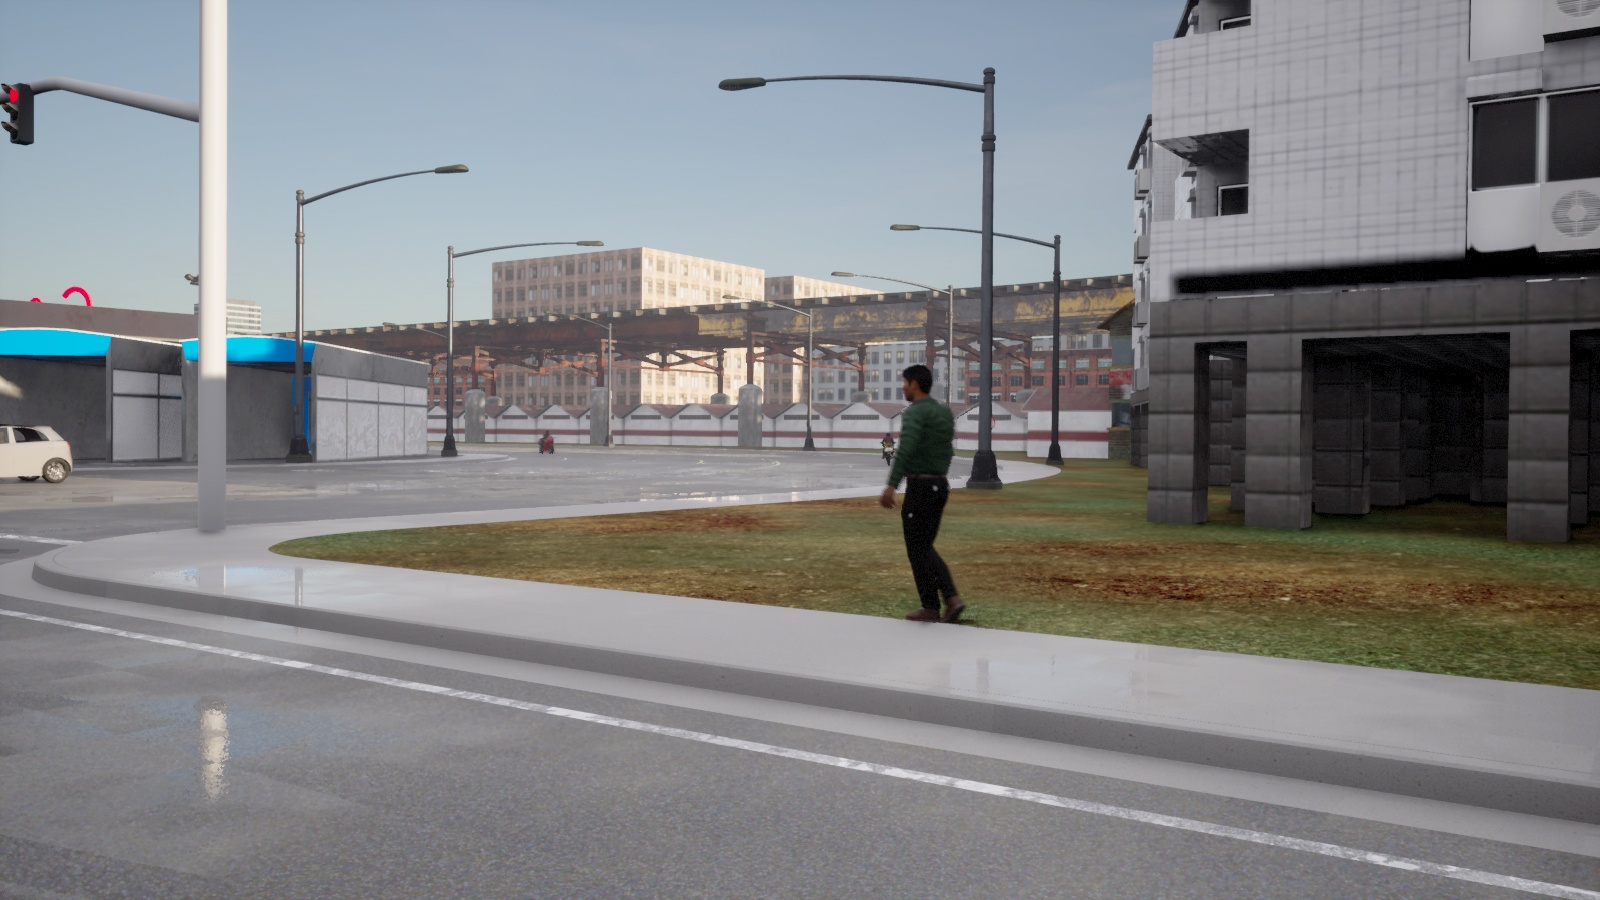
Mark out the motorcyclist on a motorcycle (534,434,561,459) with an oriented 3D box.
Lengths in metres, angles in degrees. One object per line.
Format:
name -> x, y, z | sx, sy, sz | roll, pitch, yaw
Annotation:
motorcyclist on a motorcycle -> -15.653, -0.207, 77.822 | 0.797, 1.523, 2.044 | -2, 1, -37

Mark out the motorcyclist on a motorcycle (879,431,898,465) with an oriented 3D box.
motorcyclist on a motorcycle -> 4.081, -0.117, 58.121 | 0.797, 1.523, 2.044 | -1, 1, 2

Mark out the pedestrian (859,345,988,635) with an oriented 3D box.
pedestrian -> 0.865, 0.265, 8.855 | 0.788, 1.949, 0.423 | 0, 1, 39

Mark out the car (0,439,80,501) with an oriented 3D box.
car -> -20.440, 0.499, 31.539 | 1.845, 1.501, 3.633 | 0, 1, 35
